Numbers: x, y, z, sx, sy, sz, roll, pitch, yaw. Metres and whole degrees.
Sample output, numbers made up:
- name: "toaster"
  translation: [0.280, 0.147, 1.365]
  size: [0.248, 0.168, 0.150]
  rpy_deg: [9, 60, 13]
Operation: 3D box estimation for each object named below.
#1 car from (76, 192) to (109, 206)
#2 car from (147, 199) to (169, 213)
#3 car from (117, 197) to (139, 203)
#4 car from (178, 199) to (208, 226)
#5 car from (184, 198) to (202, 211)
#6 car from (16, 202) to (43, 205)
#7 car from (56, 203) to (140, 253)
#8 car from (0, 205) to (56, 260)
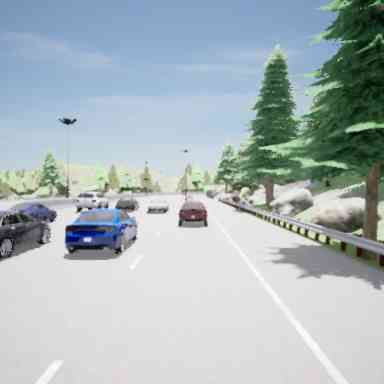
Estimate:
- name: "car"
  translation: [-10.428, 1.018, 35.279]
  size: [2.150, 2.045, 5.566]
  rpy_deg: [0, 1, 1]
- name: "car"
  translation: [-3.381, 1.409, 34.179]
  size: [1.895, 1.301, 4.718]
  rpy_deg: [0, 0, 0]
- name: "car"
  translation: [-6.876, 1.287, 35.987]
  size: [2.128, 1.511, 4.902]
  rpy_deg: [0, 0, 0]
- name: "car"
  translation: [0.081, 1.353, 22.589]
  size: [1.882, 1.535, 5.008]
  rpy_deg: [0, 0, 0]
- name: "car"
  translation: [0.094, 1.393, 37.704]
  size: [1.895, 1.301, 4.718]
  rpy_deg: [0, 0, 0]
- name: "car"
  translation: [-10.476, 1.396, 21.626]
  size: [1.812, 1.442, 4.674]
  rpy_deg: [0, 0, 0]
- name: "car"
  translation: [-3.388, 1.401, 13.265]
  size: [1.882, 1.535, 5.008]
  rpy_deg: [0, 0, 0]
- name: "car"
  translation: [-6.889, 1.431, 12.142]
  size: [1.837, 1.490, 4.892]
  rpy_deg: [0, 0, 0]
